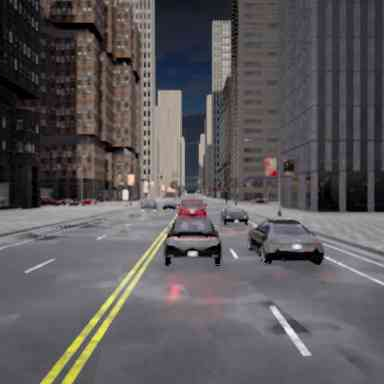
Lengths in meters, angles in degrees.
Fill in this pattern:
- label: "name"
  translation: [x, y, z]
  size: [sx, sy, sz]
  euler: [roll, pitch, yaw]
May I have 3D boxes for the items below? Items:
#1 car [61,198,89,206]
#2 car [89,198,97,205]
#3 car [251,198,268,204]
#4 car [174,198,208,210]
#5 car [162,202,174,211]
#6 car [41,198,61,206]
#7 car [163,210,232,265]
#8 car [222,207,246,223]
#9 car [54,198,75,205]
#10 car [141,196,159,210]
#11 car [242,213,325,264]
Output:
- label: "car"
  translation: [-24.742, 2.399, 70.394]
  size: [4.313, 1.339, 1.947]
  euler: [0, 0, 0]
- label: "car"
  translation: [-24.747, 2.230, 78.918]
  size: [4.097, 1.590, 1.967]
  euler: [0, 0, 0]
- label: "car"
  translation: [16.664, 2.152, 82.055]
  size: [4.097, 1.590, 1.967]
  euler: [0, 0, 0]
- label: "car"
  translation: [0.034, 1.504, 26.124]
  size: [2.150, 2.045, 5.566]
  euler: [0, 0, 0]
- label: "car"
  translation: [-3.344, 2.107, 49.446]
  size: [1.895, 1.301, 4.718]
  euler: [0, -1, 0]
- label: "car"
  translation: [-30.169, 2.167, 70.387]
  size: [5.009, 1.841, 2.192]
  euler: [0, 0, 0]
- label: "car"
  translation: [0.042, 1.626, 12.161]
  size: [2.128, 1.511, 4.902]
  euler: [0, -1, 1]
- label: "car"
  translation: [3.287, 1.887, 26.590]
  size: [1.895, 1.301, 4.718]
  euler: [0, -1, 0]
- label: "car"
  translation: [-30.172, 2.249, 78.913]
  size: [4.097, 1.590, 1.967]
  euler: [0, 0, 0]
- label: "car"
  translation: [-6.584, 1.877, 51.648]
  size: [2.097, 1.767, 4.553]
  euler: [0, 0, 0]
- label: "car"
  translation: [3.296, 1.702, 12.409]
  size: [1.994, 1.385, 4.181]
  euler: [0, 0, 0]
